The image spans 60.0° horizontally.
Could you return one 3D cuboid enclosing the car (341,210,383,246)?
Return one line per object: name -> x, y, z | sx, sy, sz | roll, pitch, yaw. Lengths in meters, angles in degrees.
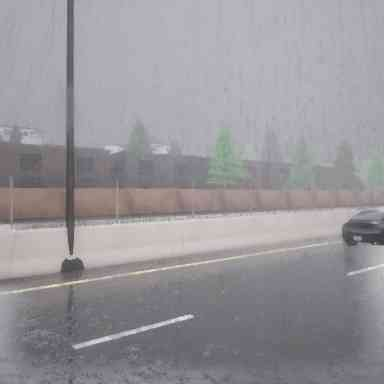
car -> 8.269, 1.516, 14.066 | 4.892, 1.490, 1.837 | 0, 0, -35
